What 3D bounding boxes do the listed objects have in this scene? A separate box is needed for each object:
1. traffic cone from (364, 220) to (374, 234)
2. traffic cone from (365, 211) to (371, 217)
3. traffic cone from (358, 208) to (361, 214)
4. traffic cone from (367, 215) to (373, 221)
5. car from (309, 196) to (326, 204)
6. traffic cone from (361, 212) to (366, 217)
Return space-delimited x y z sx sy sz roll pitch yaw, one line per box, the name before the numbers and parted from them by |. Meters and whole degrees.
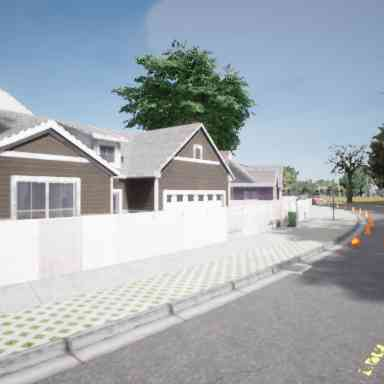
traffic cone | 9.529 1.968 18.036 0.340 0.580 0.340 0 0 32
traffic cone | 14.228 1.989 26.550 0.340 0.580 0.340 0 0 26
traffic cone | 17.967 2.011 35.526 0.340 0.580 0.340 0 0 19
traffic cone | 11.995 1.979 22.229 0.340 0.580 0.340 0 0 29
car | 24.558 1.510 65.693 2.097 1.767 4.553 0 0 -6
traffic cone | 16.221 2.000 30.987 0.340 0.580 0.340 0 0 23
